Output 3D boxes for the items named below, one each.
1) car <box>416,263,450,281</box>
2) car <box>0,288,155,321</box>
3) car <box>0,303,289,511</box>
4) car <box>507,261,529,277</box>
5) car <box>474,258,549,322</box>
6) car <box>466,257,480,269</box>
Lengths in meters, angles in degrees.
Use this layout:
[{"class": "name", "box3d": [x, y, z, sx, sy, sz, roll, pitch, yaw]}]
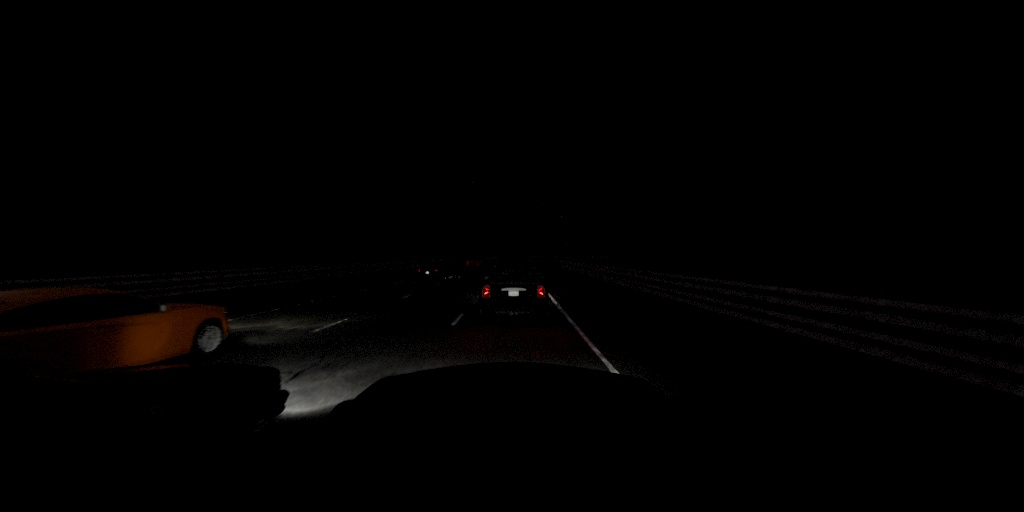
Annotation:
[{"class": "car", "box3d": [-6.488, 1.259, 29.768, 1.994, 1.385, 4.181, 0, 0, 2]}, {"class": "car", "box3d": [-6.906, 1.219, 5.498, 1.882, 1.535, 5.008, 0, 0, 0]}, {"class": "car", "box3d": [-3.447, 1.296, 1.539, 2.033, 1.411, 5.357, 0, 0, 0]}, {"class": "car", "box3d": [0.618, 1.256, 35.496, 1.994, 1.385, 4.181, 0, 0, 2]}, {"class": "car", "box3d": [0.074, 1.087, 12.369, 2.097, 1.767, 4.553, 0, 0, 1]}, {"class": "car", "box3d": [-5.515, 0.979, 53.479, 2.097, 1.767, 4.553, 0, 0, 3]}]
